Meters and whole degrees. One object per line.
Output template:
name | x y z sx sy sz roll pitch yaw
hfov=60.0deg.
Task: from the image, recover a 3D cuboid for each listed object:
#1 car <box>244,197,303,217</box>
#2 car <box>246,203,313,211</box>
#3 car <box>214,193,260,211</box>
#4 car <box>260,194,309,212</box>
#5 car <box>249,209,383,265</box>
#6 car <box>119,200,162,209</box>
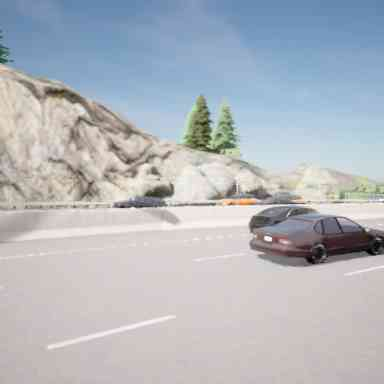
car | 7.122 1.229 28.915 5.008 1.535 1.882 0 1 -29
car | 4.843 1.381 15.325 4.892 1.490 1.837 0 0 -31
car | 4.835 1.010 35.623 4.553 1.767 2.097 0 1 -28
car | 9.476 1.069 34.122 4.553 1.767 2.097 0 1 -27
car | 4.463 1.463 11.310 5.357 1.411 2.033 0 1 -31
car | -5.228 1.129 33.948 5.357 1.411 2.033 0 1 -31
